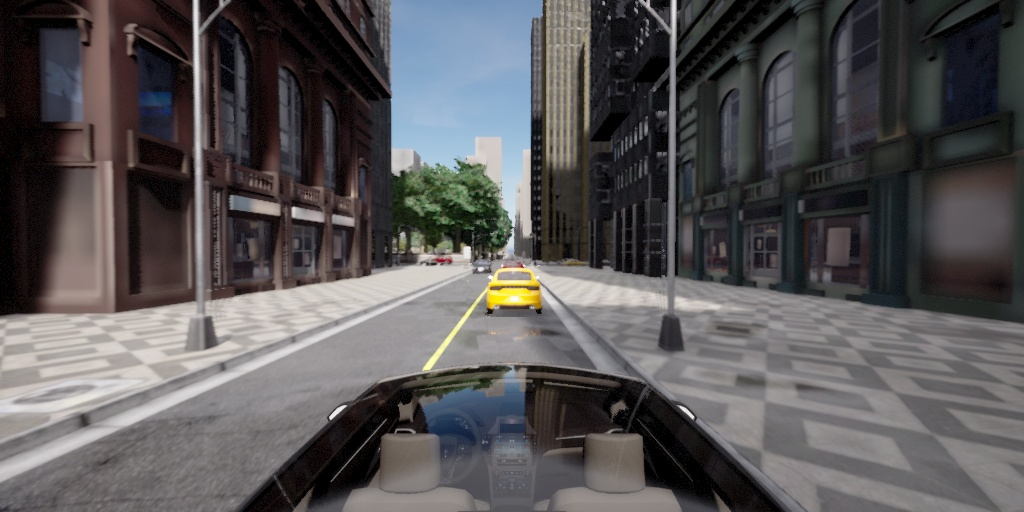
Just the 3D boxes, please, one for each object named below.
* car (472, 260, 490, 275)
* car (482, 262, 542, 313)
[{"bbox_3d":[-3.089,1.150,37.924,2.128,1.511,4.902,0,0,0],"label":"car"},{"bbox_3d":[0.087,1.190,13.838,1.882,1.535,5.008,0,0,0],"label":"car"}]
